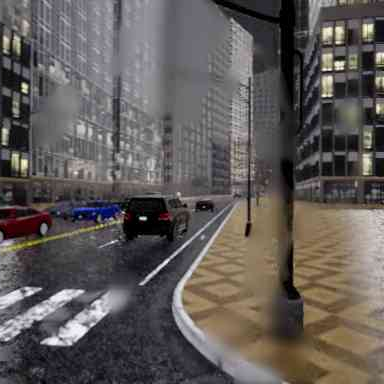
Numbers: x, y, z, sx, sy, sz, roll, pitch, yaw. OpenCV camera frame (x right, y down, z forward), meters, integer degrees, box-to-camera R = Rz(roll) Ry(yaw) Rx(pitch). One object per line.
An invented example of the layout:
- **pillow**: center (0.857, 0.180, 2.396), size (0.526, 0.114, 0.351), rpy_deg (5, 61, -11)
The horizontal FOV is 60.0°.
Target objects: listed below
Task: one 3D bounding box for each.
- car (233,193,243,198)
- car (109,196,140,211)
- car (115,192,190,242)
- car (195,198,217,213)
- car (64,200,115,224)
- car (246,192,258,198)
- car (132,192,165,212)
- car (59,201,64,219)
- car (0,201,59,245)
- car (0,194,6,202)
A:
- **car**: center (12.807, 0.973, 92.696), size (1.837, 1.490, 4.892), rpy_deg (0, 0, 22)
- **car**: center (-7.796, 1.261, 39.009), size (1.882, 1.535, 5.008), rpy_deg (0, 0, 9)
- **car**: center (-1.549, 1.164, 16.186), size (2.150, 2.045, 5.566), rpy_deg (0, 0, 9)
- **car**: center (1.567, 1.321, 35.340), size (1.882, 1.535, 5.008), rpy_deg (0, 0, 9)
- **car**: center (-6.926, 1.351, 24.244), size (1.882, 1.535, 5.008), rpy_deg (0, 0, 9)
- **car**: center (16.168, 1.002, 92.363), size (1.812, 1.442, 4.674), rpy_deg (0, 0, 22)
- **car**: center (-4.786, 1.024, 37.320), size (2.150, 2.045, 5.566), rpy_deg (0, 1, 9)
- **car**: center (-9.850, 1.396, 26.524), size (2.033, 1.411, 5.357), rpy_deg (0, 0, 9)
- **car**: center (-8.419, 1.397, 15.081), size (1.882, 1.535, 5.008), rpy_deg (0, 0, 9)
- **car**: center (-11.498, 1.121, 16.404), size (2.150, 2.045, 5.566), rpy_deg (0, 0, 9)
